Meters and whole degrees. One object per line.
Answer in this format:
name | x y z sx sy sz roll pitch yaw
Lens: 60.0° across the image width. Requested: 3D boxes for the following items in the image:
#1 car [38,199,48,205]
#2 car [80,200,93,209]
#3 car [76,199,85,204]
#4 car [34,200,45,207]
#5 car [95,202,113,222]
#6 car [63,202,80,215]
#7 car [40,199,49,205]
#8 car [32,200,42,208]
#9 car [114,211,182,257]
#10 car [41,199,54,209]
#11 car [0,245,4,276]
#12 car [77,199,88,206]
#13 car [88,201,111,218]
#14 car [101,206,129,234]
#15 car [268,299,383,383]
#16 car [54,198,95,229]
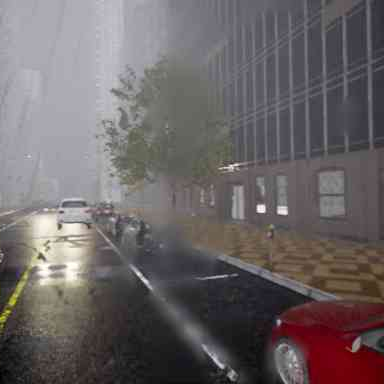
car | -35.593 2.442 79.638 1.887 1.381 4.507 -1 0 -21
car | -17.729 2.085 55.943 1.887 1.381 4.507 -1 0 -21
car | -27.747 2.352 82.581 1.947 1.339 4.313 -1 0 -21
car | -31.585 2.383 68.982 1.802 1.307 4.206 -1 0 -21
car | -7.712 1.711 29.304 1.967 1.590 4.097 -1 0 -21
car | -14.640 1.955 40.335 1.812 1.442 4.674 -1 0 -20
car | -37.597 2.511 84.966 1.947 1.339 4.313 -1 0 -21
car | -29.581 2.297 63.653 1.887 1.381 4.507 -1 0 -21
car | -1.700 1.652 13.319 2.008 1.369 4.403 -1 0 -21
car | -24.600 2.203 58.044 2.033 1.411 5.357 -1 0 -21
car | -5.519 1.680 7.312 2.033 1.411 5.357 -1 0 -21
car | -23.739 2.256 71.926 1.947 1.339 4.313 -1 0 -21
car | -9.716 1.767 34.631 1.967 1.590 4.097 -1 0 -21
car | -3.703 1.711 18.647 2.008 1.369 4.403 -1 0 -21
car | 2.308 1.560 2.663 1.802 1.307 4.206 -1 0 -21
car | -8.538 1.485 24.072 2.150 2.045 5.566 -1 0 -20
